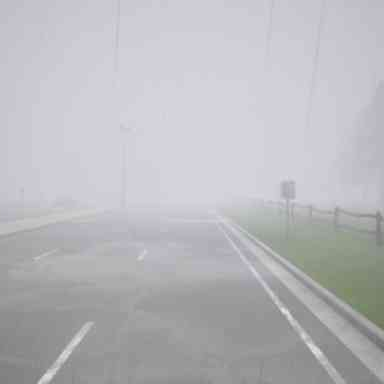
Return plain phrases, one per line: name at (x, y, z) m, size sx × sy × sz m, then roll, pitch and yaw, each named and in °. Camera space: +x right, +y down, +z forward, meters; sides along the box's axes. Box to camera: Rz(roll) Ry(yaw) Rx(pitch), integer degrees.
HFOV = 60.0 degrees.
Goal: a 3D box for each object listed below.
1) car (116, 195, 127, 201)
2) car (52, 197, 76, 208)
car at (-17.532, 1.503, 82.990) m, size 2.033 × 1.411 × 5.357 m, roll 0°, pitch 0°, yaw 2°
car at (-18.421, 1.506, 48.138) m, size 1.882 × 1.535 × 5.008 m, roll 0°, pitch 1°, yaw 1°
